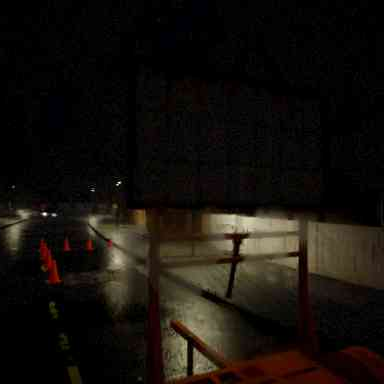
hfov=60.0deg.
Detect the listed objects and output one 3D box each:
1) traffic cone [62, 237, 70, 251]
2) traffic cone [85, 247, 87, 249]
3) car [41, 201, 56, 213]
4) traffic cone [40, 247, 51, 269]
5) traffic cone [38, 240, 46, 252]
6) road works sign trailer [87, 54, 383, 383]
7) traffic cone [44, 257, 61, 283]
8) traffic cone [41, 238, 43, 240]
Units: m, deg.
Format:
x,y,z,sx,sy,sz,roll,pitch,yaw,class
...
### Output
x,y,z,sx,sy,sz,roll,pitch,yaw,class
-5.673,2.327,15.016,0.340,0.580,0.340,1,-2,-27,traffic cone
-4.781,2.346,15.469,0.340,0.580,0.340,1,-2,-27,traffic cone
-26.017,2.728,60.175,2.150,2.045,5.566,1,-2,-27,car
-4.745,2.224,10.999,0.340,0.580,0.340,1,-2,-27,traffic cone
-5.654,2.266,12.781,0.340,0.580,0.340,1,-2,-27,traffic cone
0.397,0.572,3.555,2.380,3.560,2.880,1,-2,-27,road works sign trailer
-3.837,2.182,9.218,0.340,0.580,0.340,1,-2,-27,traffic cone
-6.563,2.308,14.562,0.340,0.580,0.340,1,-2,-27,traffic cone
